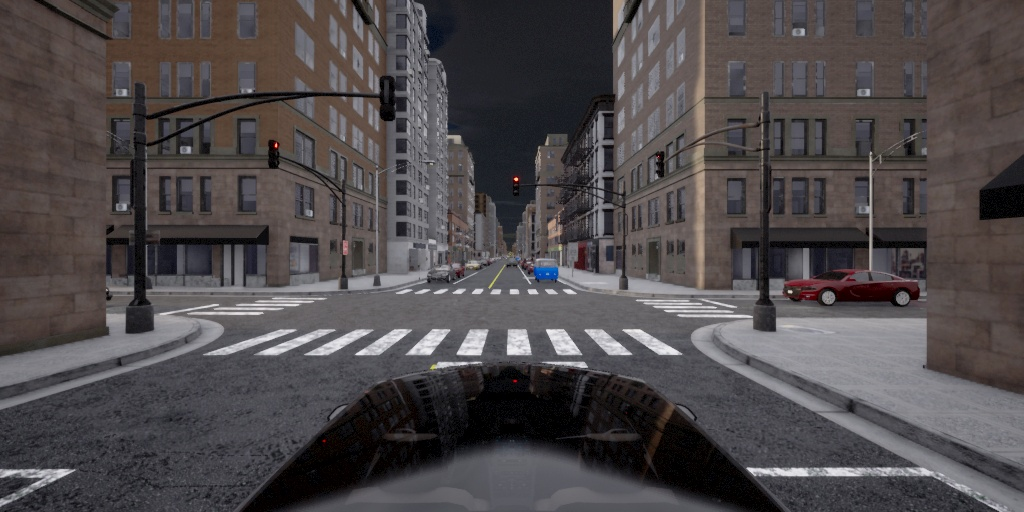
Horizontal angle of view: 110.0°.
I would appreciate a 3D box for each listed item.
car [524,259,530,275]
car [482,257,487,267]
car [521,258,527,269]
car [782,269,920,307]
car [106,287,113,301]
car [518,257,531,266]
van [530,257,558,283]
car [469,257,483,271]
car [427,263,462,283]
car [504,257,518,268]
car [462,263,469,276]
[{"bbox_3d":[2.568,1.330,39.318,1.802,1.307,4.207,0,0,0],"label":"car"},{"bbox_3d":[-5.489,1.305,56.342,1.948,1.339,4.313,0,0,0],"label":"car"},{"bbox_3d":[2.547,1.326,50.681,1.802,1.307,4.207,0,0,0],"label":"car"},{"bbox_3d":[14.789,1.326,15.820,5.008,1.535,1.882,0,0,1],"label":"car"},{"bbox_3d":[-17.751,1.198,12.763,5.357,1.411,2.033,0,0,0],"label":"car"},{"bbox_3d":[2.536,1.054,56.363,2.192,1.841,5.009,0,0,0],"label":"car"},{"bbox_3d":[2.589,1.089,27.956,1.690,1.789,3.998,0,0,0],"label":"van"},{"bbox_3d":[-5.478,1.269,50.490,1.751,1.417,4.829,0,0,0],"label":"car"},{"bbox_3d":[-5.436,1.299,27.932,2.007,1.370,4.403,0,0,0],"label":"car"},{"bbox_3d":[-0.013,1.337,61.567,1.895,1.301,4.718,0,0,0],"label":"car"},{"bbox_3d":[-5.447,1.293,33.614,1.888,1.381,4.507,0,0,0],"label":"car"}]
